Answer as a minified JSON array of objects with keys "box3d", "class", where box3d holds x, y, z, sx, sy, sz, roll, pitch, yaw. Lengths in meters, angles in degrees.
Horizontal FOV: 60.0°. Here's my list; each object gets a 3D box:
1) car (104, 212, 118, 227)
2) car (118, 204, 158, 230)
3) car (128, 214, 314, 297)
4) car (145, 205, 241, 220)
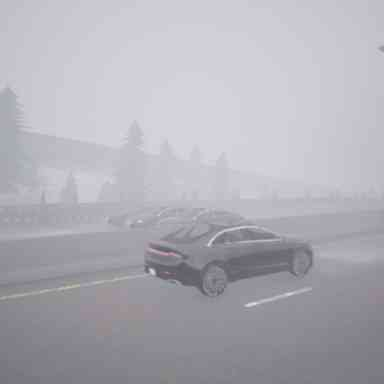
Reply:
[{"box3d":[-3.459,1.606,22.667,4.902,1.511,2.128,-1,0,-34],"class":"car"},{"box3d":[-1.502,1.573,19.765,4.902,1.511,2.128,-1,0,-34],"class":"car"},{"box3d":[1.138,1.509,8.637,4.902,1.511,2.128,-1,0,-34],"class":"car"},{"box3d":[0.455,1.540,16.864,4.902,1.511,2.128,-1,0,-34],"class":"car"}]
